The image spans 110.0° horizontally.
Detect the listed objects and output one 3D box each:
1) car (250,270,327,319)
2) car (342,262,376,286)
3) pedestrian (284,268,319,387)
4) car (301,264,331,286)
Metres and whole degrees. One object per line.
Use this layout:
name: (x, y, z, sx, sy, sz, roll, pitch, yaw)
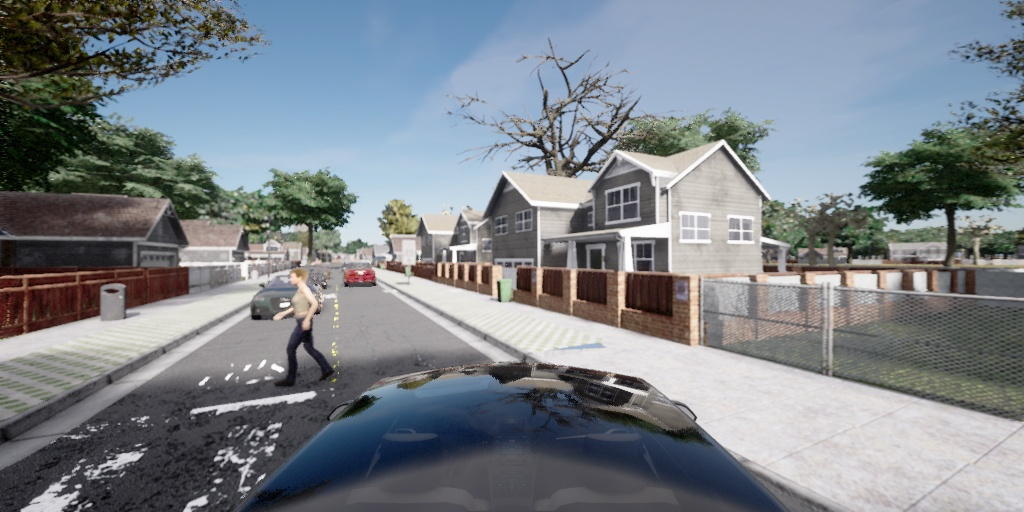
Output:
car: (-8.147, 1.391, 13.274, 1.994, 1.385, 4.181, 0, 0, -26)
car: (-11.493, 1.245, 26.914, 2.097, 1.767, 4.553, 0, 0, -26)
pedestrian: (-3.287, 1.074, 5.620, 0.375, 1.860, 0.375, 0, -1, -26)
car: (-13.229, 1.398, 23.752, 1.837, 1.490, 4.892, 0, -1, -26)
